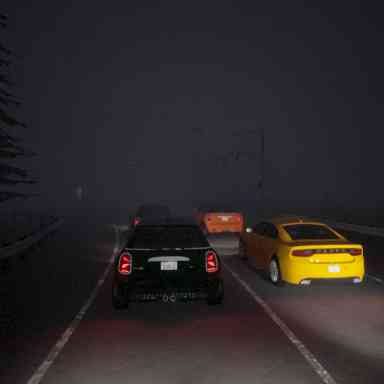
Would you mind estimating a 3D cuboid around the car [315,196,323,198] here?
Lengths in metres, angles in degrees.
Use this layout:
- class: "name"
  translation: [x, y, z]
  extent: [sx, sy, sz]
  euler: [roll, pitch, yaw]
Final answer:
- class: "car"
  translation: [28.314, 1.525, 72.925]
  extent: [4.902, 1.511, 2.128]
  euler: [0, 0, -21]

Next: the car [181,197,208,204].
- class: "car"
  translation: [0.518, 1.601, 63.430]
  extent: [4.718, 1.301, 1.895]
  euler: [0, 0, -19]

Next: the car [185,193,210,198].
- class: "car"
  translation: [1.332, 1.501, 60.015]
  extent: [4.892, 1.490, 1.837]
  euler: [-1, 0, -19]

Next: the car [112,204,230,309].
- class: "car"
  translation: [-0.630, 1.352, 8.121]
  extent: [2.097, 1.767, 4.553]
  euler: [0, 0, -6]

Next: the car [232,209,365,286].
- class: "car"
  translation: [2.730, 1.478, 9.482]
  extent: [1.882, 1.535, 5.008]
  euler: [0, 0, -6]

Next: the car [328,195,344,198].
- class: "car"
  translation: [31.076, 1.355, 70.308]
  extent: [4.553, 1.767, 2.097]
  euler: [0, 0, -21]

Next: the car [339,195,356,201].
- class: "car"
  translation: [38.500, 1.545, 82.376]
  extent: [4.181, 1.385, 1.994]
  euler: [0, 0, -33]

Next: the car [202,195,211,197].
- class: "car"
  translation: [4.591, 1.601, 57.429]
  extent: [4.718, 1.301, 1.895]
  euler: [0, 0, -19]

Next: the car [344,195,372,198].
- class: "car"
  translation: [33.784, 1.553, 67.661]
  extent: [4.181, 1.385, 1.994]
  euler: [0, 0, -21]

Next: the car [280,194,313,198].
- class: "car"
  translation: [19.739, 1.492, 62.555]
  extent: [4.902, 1.511, 2.128]
  euler: [0, 0, -18]

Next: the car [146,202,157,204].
- class: "car"
  translation: [-2.110, 1.352, 16.928]
  extent: [2.097, 1.767, 4.553]
  euler: [0, 0, -12]

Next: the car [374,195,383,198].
- class: "car"
  translation: [43.975, 1.524, 77.663]
  extent: [4.674, 1.442, 1.812]
  euler: [0, 0, -33]

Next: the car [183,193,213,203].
- class: "car"
  translation: [1.160, 1.221, 67.302]
  extent: [5.566, 2.045, 2.150]
  euler: [0, 0, -18]

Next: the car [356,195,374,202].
- class: "car"
  translation: [41.761, 1.524, 80.396]
  extent: [4.674, 1.442, 1.812]
  euler: [0, 0, -33]

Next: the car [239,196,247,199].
- class: "car"
  translation: [10.961, 1.553, 70.596]
  extent: [4.181, 1.385, 1.994]
  euler: [0, 0, -19]

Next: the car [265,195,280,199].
- class: "car"
  translation: [17.140, 1.352, 65.340]
  extent: [4.553, 1.767, 2.097]
  euler: [0, 0, -18]

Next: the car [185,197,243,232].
- class: "car"
  translation: [1.204, 1.352, 18.368]
  extent: [2.097, 1.767, 4.553]
  euler: [0, 0, -12]

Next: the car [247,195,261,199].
- class: "car"
  translation: [14.254, 1.356, 68.022]
  extent: [4.553, 1.767, 2.097]
  euler: [0, 0, -19]

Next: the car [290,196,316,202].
- class: "car"
  translation: [25.224, 1.540, 75.507]
  extent: [5.357, 1.411, 2.033]
  euler: [0, 0, -19]
